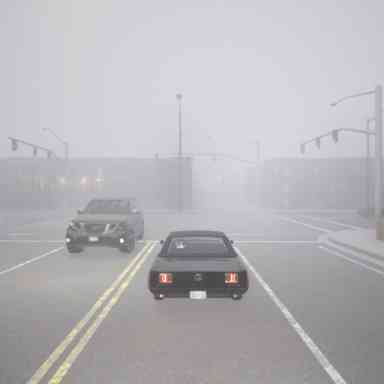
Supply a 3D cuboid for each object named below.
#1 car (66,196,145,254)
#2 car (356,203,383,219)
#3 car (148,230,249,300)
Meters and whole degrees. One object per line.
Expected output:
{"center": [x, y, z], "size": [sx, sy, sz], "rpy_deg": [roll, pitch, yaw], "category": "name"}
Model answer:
{"center": [-3.314, 1.221, 13.913], "size": [2.150, 2.045, 5.566], "rpy_deg": [1, 0, 0], "category": "car"}
{"center": [16.895, 1.601, 28.735], "size": [4.718, 1.301, 1.895], "rpy_deg": [0, 0, 0], "category": "car"}
{"center": [0.122, 1.601, 8.321], "size": [1.895, 1.301, 4.718], "rpy_deg": [0, 0, 0], "category": "car"}
